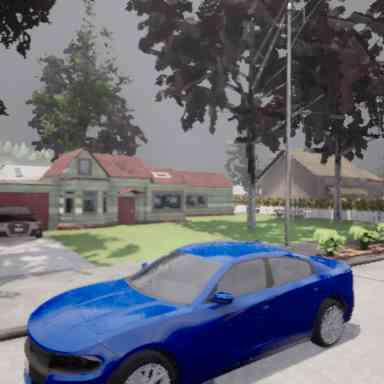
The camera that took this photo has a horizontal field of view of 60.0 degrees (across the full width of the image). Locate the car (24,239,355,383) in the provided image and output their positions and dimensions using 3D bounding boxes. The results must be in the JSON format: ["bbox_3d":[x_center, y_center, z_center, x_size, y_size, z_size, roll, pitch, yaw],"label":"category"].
[{"bbox_3d":[0.357,1.512,4.839,5.008,1.535,1.882,1,-1,-35],"label":"car"}]

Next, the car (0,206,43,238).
[{"bbox_3d":[-8.006,1.315,14.841,1.994,1.381,4.181,1,0,-35],"label":"car"}]
